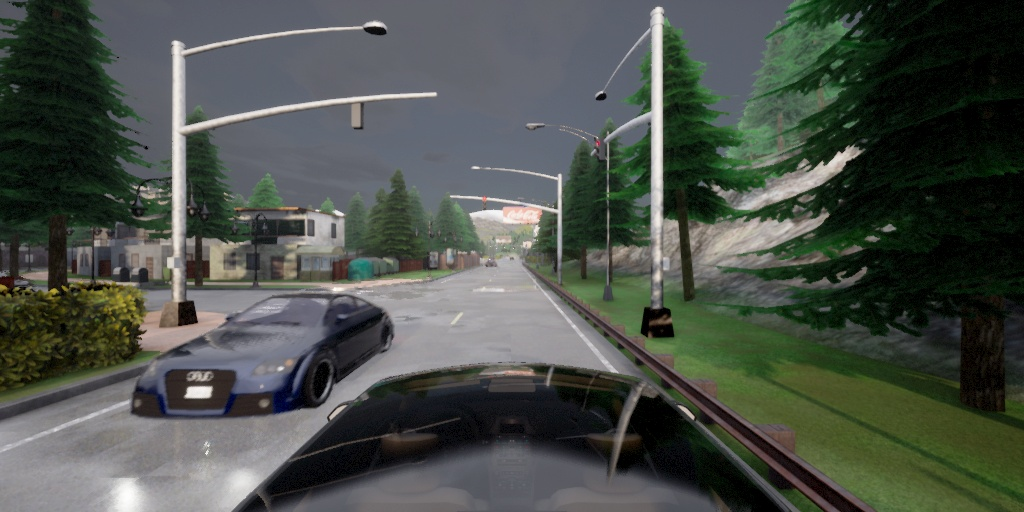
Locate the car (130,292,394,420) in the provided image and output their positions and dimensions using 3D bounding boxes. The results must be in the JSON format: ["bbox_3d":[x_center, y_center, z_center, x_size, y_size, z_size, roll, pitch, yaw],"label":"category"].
[{"bbox_3d":[-3.507,1.335,6.011,1.994,1.385,4.181,0,0,0],"label":"car"}]

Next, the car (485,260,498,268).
[{"bbox_3d":[-3.482,1.300,60.455,1.994,1.385,4.181,0,1,0],"label":"car"}]

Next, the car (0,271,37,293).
[{"bbox_3d":[-25.399,1.404,16.988,4.892,1.490,1.837,0,0,9],"label":"car"}]
